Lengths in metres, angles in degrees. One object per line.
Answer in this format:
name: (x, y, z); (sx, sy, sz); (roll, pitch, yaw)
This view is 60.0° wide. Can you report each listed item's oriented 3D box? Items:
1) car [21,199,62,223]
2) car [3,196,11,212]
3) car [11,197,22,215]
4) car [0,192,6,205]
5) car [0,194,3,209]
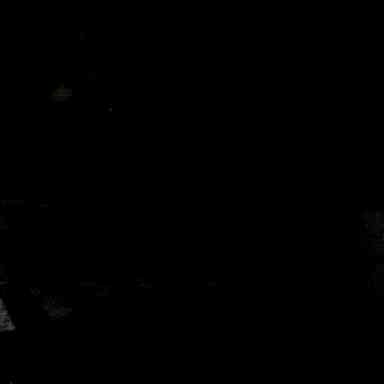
car: (-10.778, 1.402, 24.181); (1.887, 1.381, 4.507); (0, 0, -36)
car: (-17.245, 1.343, 33.142); (1.887, 1.381, 4.507); (0, 0, -36)
car: (-14.012, 1.372, 28.662); (1.887, 1.381, 4.507); (0, 0, -36)
car: (-30.178, 0.998, 51.063); (2.192, 1.841, 5.009); (0, 0, -36)
car: (-20.578, 1.294, 37.760); (1.752, 1.417, 4.829); (0, 0, -36)
